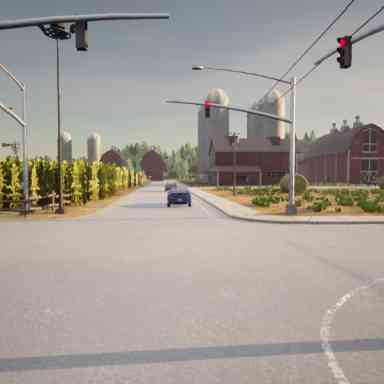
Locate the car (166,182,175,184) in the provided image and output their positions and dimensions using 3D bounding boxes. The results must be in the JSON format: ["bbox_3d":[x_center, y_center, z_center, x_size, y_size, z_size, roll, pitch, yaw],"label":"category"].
[{"bbox_3d":[-3.353,-0.826,52.862,2.128,1.511,4.902,0,3,-5],"label":"car"}]

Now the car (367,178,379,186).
[{"bbox_3d":[42.351,-2.351,77.562,1.905,1.878,3.866,10,10,41],"label":"car"}]

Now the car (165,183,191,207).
[{"bbox_3d":[-1.118,0.339,27.632,1.882,1.535,5.008,0,3,-5],"label":"car"}]
